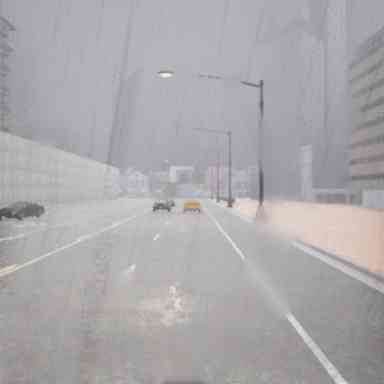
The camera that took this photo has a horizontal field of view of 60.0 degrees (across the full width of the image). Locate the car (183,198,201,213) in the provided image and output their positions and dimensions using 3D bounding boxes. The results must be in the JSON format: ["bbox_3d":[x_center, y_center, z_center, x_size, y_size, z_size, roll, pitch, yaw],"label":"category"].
[{"bbox_3d":[0.006,1.449,37.109,1.882,1.535,5.008,0,0,0],"label":"car"}]

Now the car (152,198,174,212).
[{"bbox_3d":[-3.405,1.496,38.139,1.812,1.442,4.674,0,0,0],"label":"car"}]

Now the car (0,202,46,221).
[{"bbox_3d":[-14.072,1.526,27.543,2.033,1.411,5.357,0,0,0],"label":"car"}]

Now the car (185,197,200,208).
[{"bbox_3d":[0.011,1.511,47.935,2.033,1.411,5.357,0,0,0],"label":"car"}]
